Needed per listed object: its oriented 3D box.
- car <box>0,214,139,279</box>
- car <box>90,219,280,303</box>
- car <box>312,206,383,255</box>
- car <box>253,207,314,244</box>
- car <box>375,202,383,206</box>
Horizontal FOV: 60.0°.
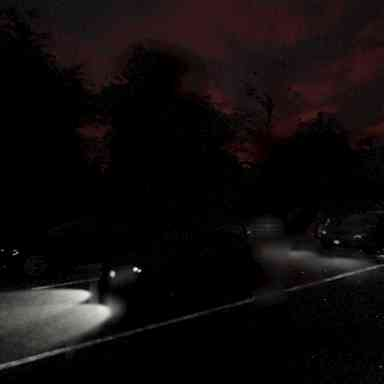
[{"bbox_3d":[-3.243,1.475,10.260,5.008,1.535,1.882,0,0,-35],"label":"car"},{"bbox_3d":[-0.058,1.560,8.230,4.181,1.385,1.994,0,0,-35],"label":"car"},{"bbox_3d":[7.096,1.508,13.279,4.674,1.442,1.812,0,0,-35],"label":"car"},{"bbox_3d":[4.508,1.476,15.734,4.902,1.511,2.128,0,0,-35],"label":"car"},{"bbox_3d":[12.867,1.426,21.658,4.892,1.490,1.837,-1,0,-36],"label":"car"}]
